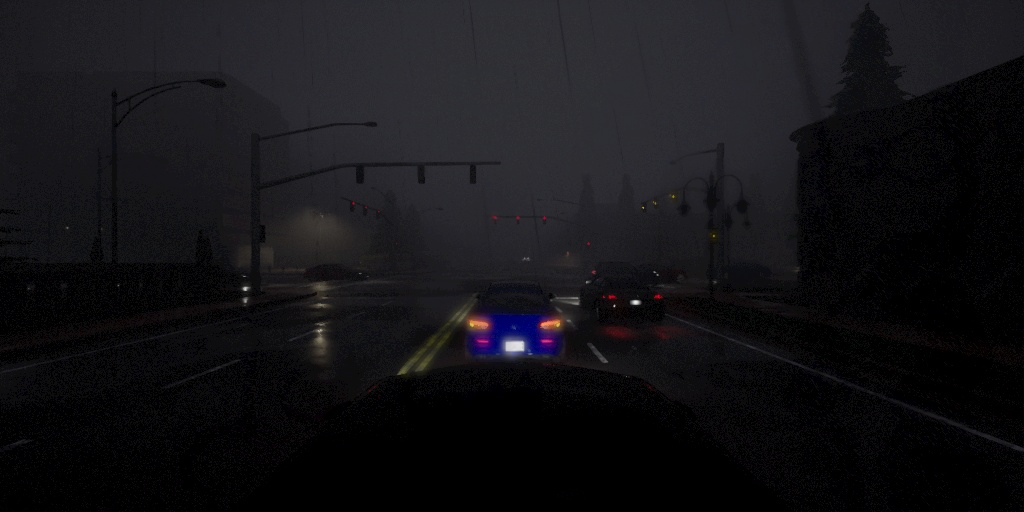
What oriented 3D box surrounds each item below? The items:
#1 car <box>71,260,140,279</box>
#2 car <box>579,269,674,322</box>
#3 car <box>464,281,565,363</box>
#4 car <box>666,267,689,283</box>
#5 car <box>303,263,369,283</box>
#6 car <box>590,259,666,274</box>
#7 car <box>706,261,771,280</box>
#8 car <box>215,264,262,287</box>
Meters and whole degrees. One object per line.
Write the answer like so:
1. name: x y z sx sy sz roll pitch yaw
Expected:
1. car: -31.358 1.102 27.405 4.553 1.767 2.097 0 0 0
2. car: 3.580 1.314 12.362 1.994 1.385 4.181 0 0 0
3. car: 0.063 1.276 8.010 1.812 1.442 4.674 0 0 0
4. car: 10.617 1.227 26.959 5.008 1.535 1.882 0 0 0
5. car: -13.370 1.276 27.390 4.674 1.442 1.812 0 0 0
6. car: 7.218 1.102 23.457 4.553 1.767 2.097 0 0 0
7. car: 19.370 1.228 30.769 5.008 1.535 1.882 0 0 -1
8. car: -19.319 1.276 23.914 4.674 1.442 1.812 0 0 0
